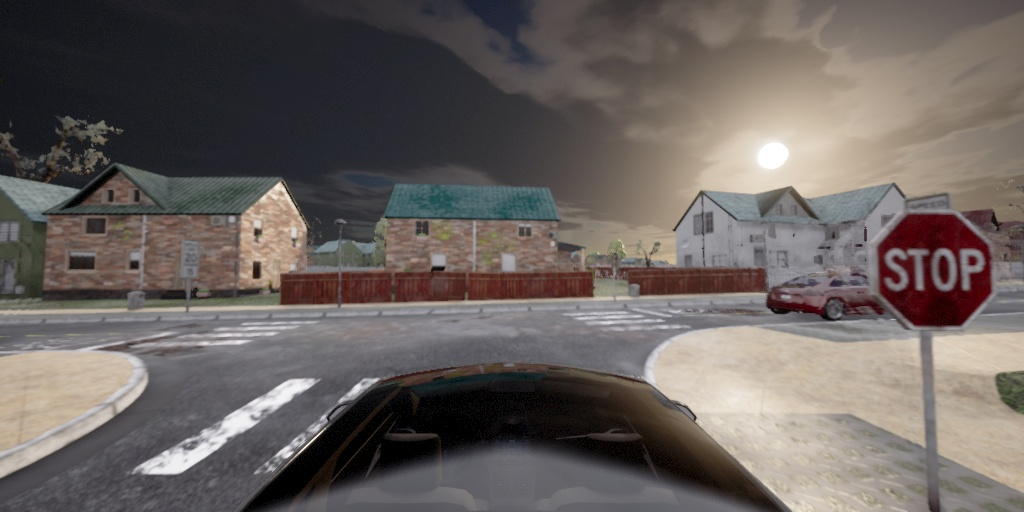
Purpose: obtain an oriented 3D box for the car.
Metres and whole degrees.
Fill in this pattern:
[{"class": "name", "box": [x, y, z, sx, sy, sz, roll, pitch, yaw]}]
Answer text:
[{"class": "car", "box": [10.421, 1.210, 11.391, 4.181, 1.385, 1.994, -1, -3, -10]}]
